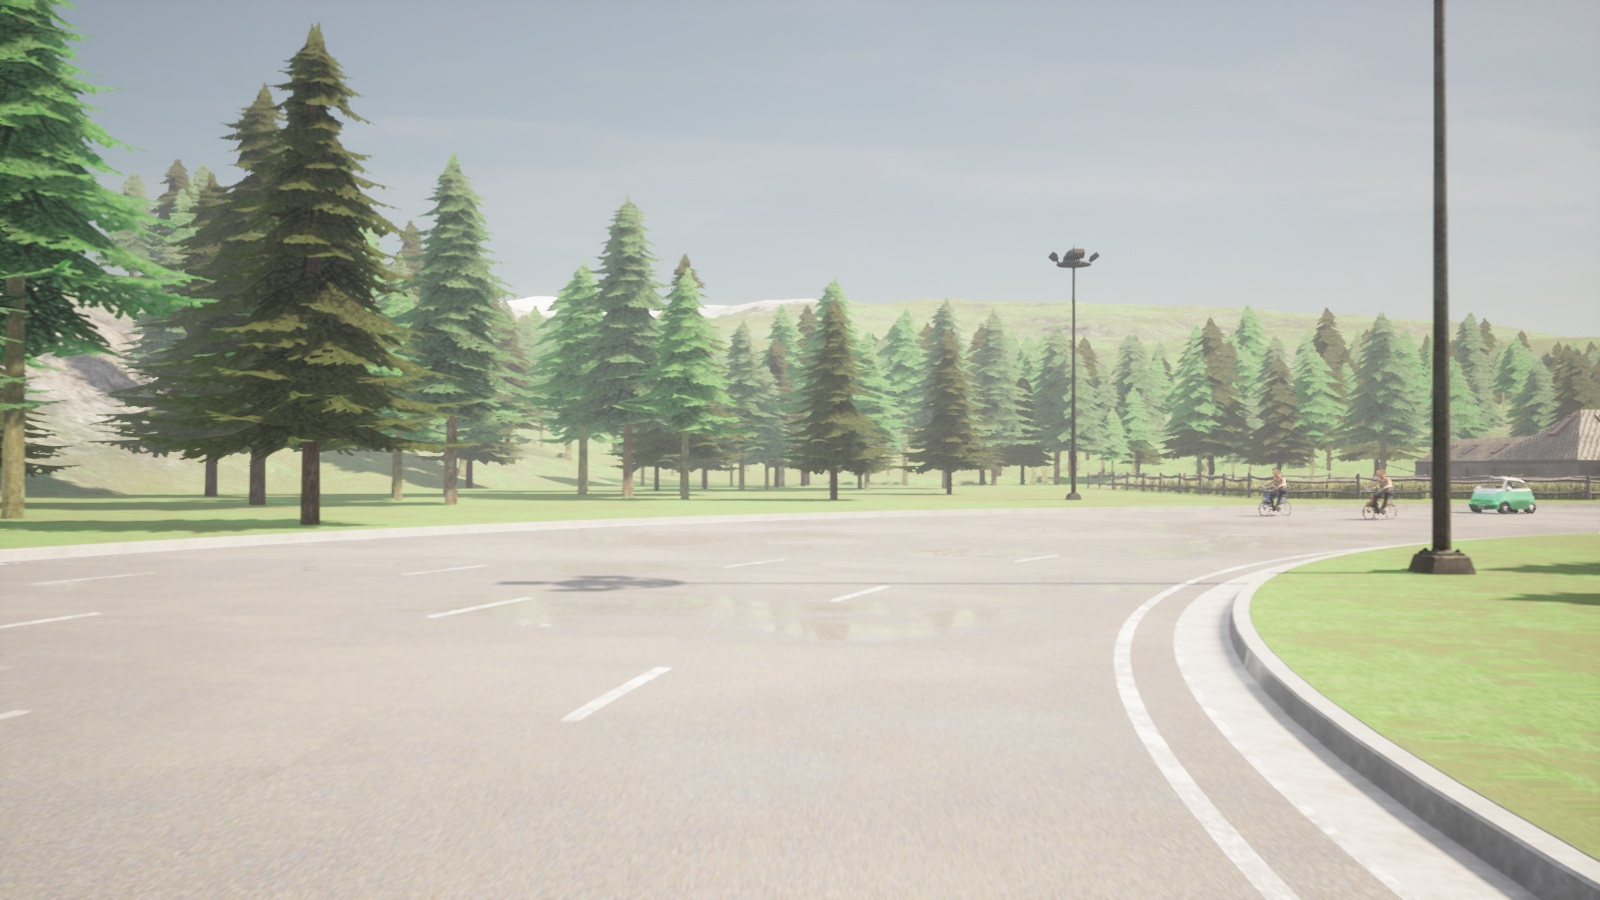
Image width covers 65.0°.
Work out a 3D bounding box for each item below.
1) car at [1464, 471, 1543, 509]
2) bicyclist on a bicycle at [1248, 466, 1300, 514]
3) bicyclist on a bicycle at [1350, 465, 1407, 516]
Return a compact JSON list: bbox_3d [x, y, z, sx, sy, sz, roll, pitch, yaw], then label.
[{"bbox_3d":[26.388,1.484,47.148,2.207,1.376,1.481,0,-1,-19],"label":"car"},{"bbox_3d":[16.233,1.342,43.001,1.509,1.612,0.866,0,-1,-25],"label":"bicyclist on a bicycle"},{"bbox_3d":[18.523,1.291,40.204,1.509,1.612,0.866,0,-1,-24],"label":"bicyclist on a bicycle"}]
